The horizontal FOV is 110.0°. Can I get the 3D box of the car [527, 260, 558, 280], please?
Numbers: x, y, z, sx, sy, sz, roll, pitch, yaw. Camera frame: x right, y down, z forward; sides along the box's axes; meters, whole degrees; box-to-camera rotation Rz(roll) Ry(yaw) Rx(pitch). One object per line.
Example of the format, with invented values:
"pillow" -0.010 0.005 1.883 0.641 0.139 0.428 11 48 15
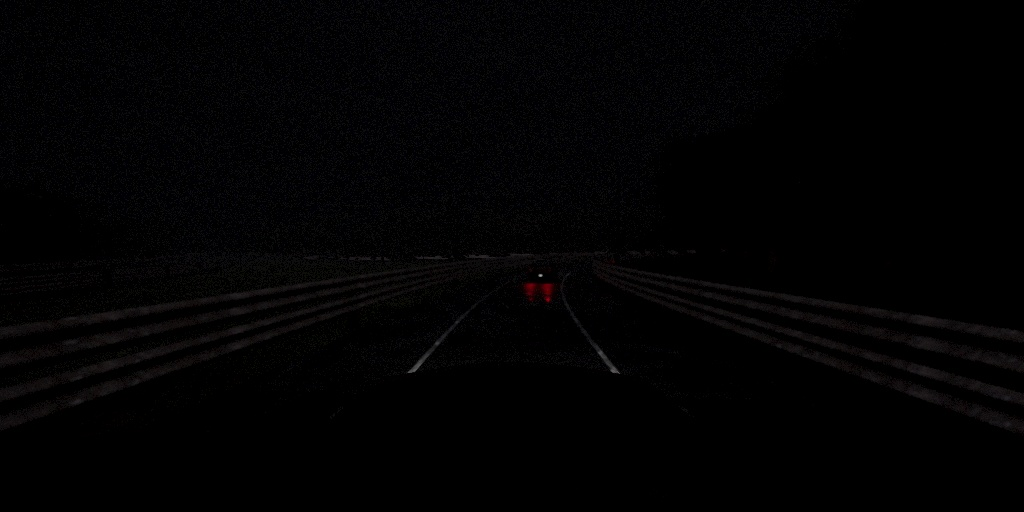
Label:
"car" 2.353 0.973 26.255 1.895 1.301 4.718 0 1 11
